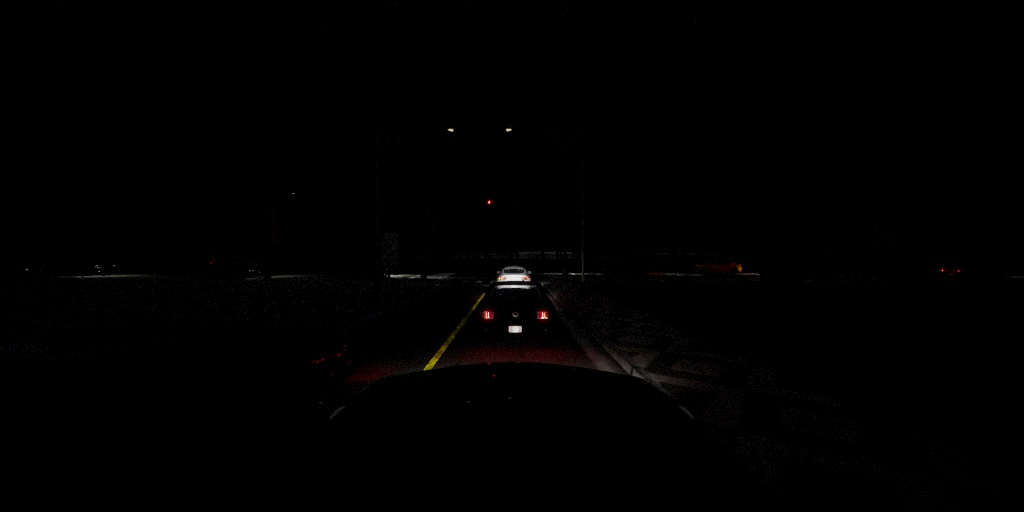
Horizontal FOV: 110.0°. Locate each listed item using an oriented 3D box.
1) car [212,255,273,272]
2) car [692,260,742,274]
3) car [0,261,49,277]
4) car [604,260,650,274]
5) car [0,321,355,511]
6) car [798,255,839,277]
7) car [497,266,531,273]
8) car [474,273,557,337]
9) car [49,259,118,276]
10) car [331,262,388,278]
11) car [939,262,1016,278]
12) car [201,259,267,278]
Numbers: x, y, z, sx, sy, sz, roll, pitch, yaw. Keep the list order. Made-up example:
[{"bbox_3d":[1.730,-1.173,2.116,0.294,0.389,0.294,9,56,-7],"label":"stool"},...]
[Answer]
[{"bbox_3d":[-27.562,0.952,36.443,5.566,2.045,2.150,0,0,0],"label":"car"},{"bbox_3d":[22.479,1.217,39.489,5.008,1.535,1.882,0,0,0],"label":"car"},{"bbox_3d":[-45.783,1.213,32.982,4.902,1.511,2.128,0,0,-2],"label":"car"},{"bbox_3d":[12.633,1.231,39.575,4.902,1.511,2.128,0,0,0],"label":"car"},{"bbox_3d":[-3.103,1.297,2.664,2.033,1.411,5.357,0,0,0],"label":"car"},{"bbox_3d":[28.941,0.972,35.985,5.566,2.045,2.150,1,0,0],"label":"car"},{"bbox_3d":[0.113,1.274,20.221,1.812,1.442,4.674,0,0,1],"label":"car"},{"bbox_3d":[0.108,1.350,10.237,1.895,1.301,4.718,0,0,1],"label":"car"},{"bbox_3d":[-42.962,1.063,36.296,4.553,1.767,2.097,0,0,-1],"label":"car"},{"bbox_3d":[-13.976,1.363,33.092,4.718,1.301,1.895,0,0,1],"label":"car"},{"bbox_3d":[42.296,1.372,32.672,4.718,1.301,1.895,0,0,1],"label":"car"},{"bbox_3d":[-25.848,1.256,33.181,4.892,1.490,1.837,0,0,0],"label":"car"}]
